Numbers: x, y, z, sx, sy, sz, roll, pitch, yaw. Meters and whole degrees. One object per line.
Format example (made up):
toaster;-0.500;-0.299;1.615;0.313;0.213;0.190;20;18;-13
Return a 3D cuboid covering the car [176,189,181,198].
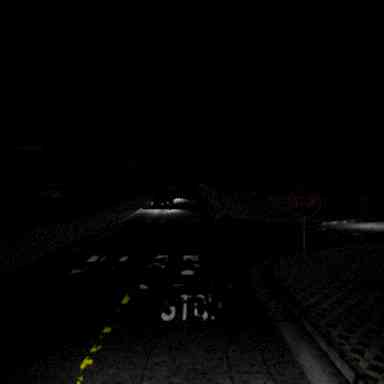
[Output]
car;-2.683;0.231;50.469;1.895;1.301;4.718;0;2;1

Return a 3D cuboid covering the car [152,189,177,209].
car;-2.758;0.807;33.187;1.837;1.490;4.892;0;2;0
